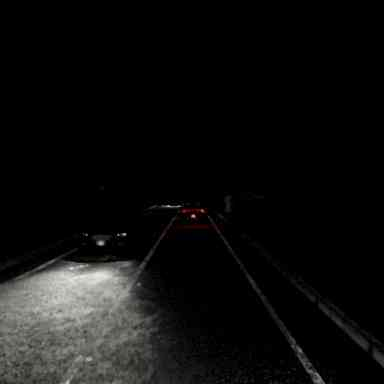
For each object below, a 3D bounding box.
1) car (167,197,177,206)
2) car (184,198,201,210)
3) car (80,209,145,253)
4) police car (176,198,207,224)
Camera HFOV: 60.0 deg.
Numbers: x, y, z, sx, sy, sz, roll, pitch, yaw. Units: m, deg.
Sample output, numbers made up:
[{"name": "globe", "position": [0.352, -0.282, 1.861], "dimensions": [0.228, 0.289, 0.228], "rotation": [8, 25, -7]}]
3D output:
[{"name": "car", "position": [-3.069, 1.543, 55.028], "dimensions": [1.994, 1.385, 4.181], "rotation": [0, 0, 0]}, {"name": "car", "position": [0.096, 1.501, 42.748], "dimensions": [2.033, 1.411, 5.357], "rotation": [0, 0, 0]}, {"name": "car", "position": [-3.102, 1.478, 13.762], "dimensions": [2.128, 1.511, 4.902], "rotation": [0, 0, 0]}, {"name": "police car", "position": [0.097, 1.465, 24.624], "dimensions": [2.038, 1.542, 4.974], "rotation": [0, 0, 0]}]
